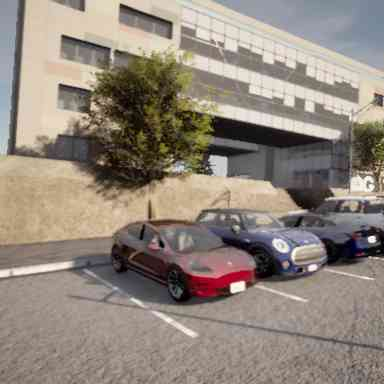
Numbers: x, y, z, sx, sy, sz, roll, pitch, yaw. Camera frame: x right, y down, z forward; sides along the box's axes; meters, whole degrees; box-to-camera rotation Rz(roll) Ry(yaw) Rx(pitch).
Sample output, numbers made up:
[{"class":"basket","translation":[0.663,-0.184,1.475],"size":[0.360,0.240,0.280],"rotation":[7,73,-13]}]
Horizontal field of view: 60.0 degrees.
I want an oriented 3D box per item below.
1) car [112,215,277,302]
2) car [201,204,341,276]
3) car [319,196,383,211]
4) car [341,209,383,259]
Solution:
[{"class":"car","translation":[-0.471,1.493,8.593],"size":[2.163,1.488,4.792],"rotation":[0,0,-35]},{"class":"car","translation":[1.769,1.328,10.267],"size":[2.185,1.767,4.553],"rotation":[0,0,-36]},{"class":"car","translation":[6.318,1.181,13.507],"size":[2.435,2.045,5.566],"rotation":[0,0,-35]},{"class":"car","translation":[4.045,1.472,11.888],"size":[2.163,1.488,4.792],"rotation":[0,0,-36]}]
